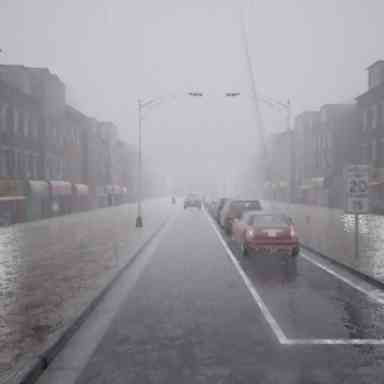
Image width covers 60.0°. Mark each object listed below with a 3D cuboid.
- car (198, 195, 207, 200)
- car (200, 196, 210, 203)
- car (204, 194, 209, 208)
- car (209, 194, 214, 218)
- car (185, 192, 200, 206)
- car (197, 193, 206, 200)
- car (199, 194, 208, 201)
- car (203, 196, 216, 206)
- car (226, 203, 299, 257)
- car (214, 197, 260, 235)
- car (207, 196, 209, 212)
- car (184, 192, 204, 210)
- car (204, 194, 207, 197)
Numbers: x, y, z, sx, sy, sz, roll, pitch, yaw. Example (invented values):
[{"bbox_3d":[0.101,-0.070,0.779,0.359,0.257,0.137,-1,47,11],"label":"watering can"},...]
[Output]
[{"bbox_3d":[2.590,1.380,83.019,1.947,1.339,4.313,-1,0,0],"label":"car"},{"bbox_3d":[2.599,1.410,66.812,1.802,1.307,4.206,0,0,0],"label":"car"},{"bbox_3d":[2.616,1.329,34.397,1.967,1.590,4.097,0,0,0],"label":"car"},{"bbox_3d":[2.621,1.236,23.592,2.192,1.841,5.009,0,0,0],"label":"car"},{"bbox_3d":[0.069,1.066,51.343,2.150,2.045,5.566,0,0,1],"label":"car"},{"bbox_3d":[2.585,1.127,88.421,2.192,1.841,5.009,-1,0,0],"label":"car"},{"bbox_3d":[2.592,1.258,77.616,1.967,1.590,4.097,-1,0,0],"label":"car"},{"bbox_3d":[2.607,1.378,50.774,1.752,1.417,4.829,0,0,0],"label":"car"},{"bbox_3d":[2.627,1.398,12.788,1.967,1.590,4.097,0,0,0],"label":"car"},{"bbox_3d":[2.624,1.254,18.189,2.192,1.841,5.009,0,0,0],"label":"car"},{"bbox_3d":[2.619,1.344,28.995,1.967,1.590,4.097,0,0,0],"label":"car"},{"bbox_3d":[0.086,1.216,41.252,2.097,1.767,4.553,0,0,0],"label":"car"},{"bbox_3d":[2.610,1.389,45.372,1.752,1.417,4.829,0,0,0],"label":"car"}]
